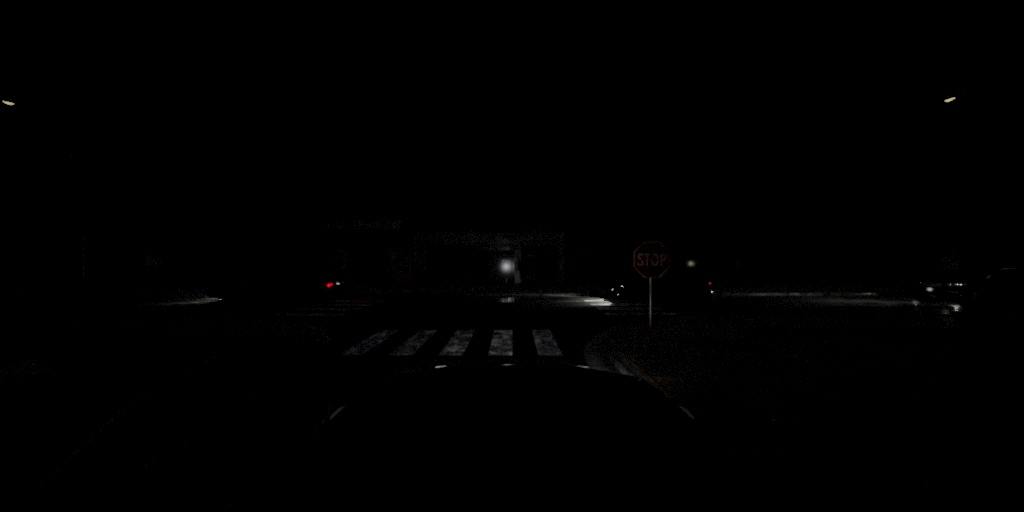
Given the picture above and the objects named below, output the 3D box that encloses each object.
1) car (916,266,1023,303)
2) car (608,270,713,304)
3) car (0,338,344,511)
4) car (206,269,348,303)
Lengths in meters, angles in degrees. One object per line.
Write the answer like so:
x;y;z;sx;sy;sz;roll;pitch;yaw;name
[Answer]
20.699;1.180;15.650;4.902;1.511;2.128;0;0;0;car
6.396;1.282;15.684;4.181;1.385;1.994;0;0;0;car
-2.638;1.315;2.156;1.948;1.339;4.313;0;0;0;car
-10.371;1.303;16.098;5.357;1.411;2.033;0;0;-2;car
